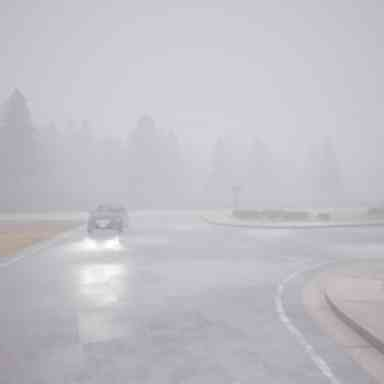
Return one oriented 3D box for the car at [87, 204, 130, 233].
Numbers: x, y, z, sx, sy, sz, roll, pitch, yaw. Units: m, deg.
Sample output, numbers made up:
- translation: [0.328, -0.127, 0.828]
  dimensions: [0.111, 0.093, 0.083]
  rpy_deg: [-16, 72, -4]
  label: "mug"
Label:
- translation: [-4.728, 1.435, 19.252]
  dimensions: [2.128, 1.511, 4.902]
  rpy_deg: [0, 0, -5]
  label: "car"
